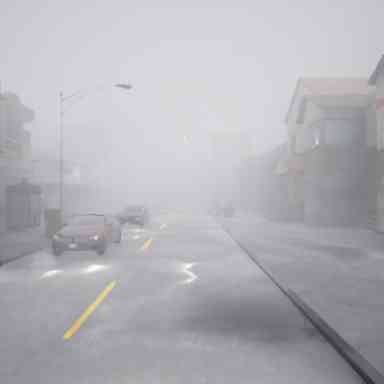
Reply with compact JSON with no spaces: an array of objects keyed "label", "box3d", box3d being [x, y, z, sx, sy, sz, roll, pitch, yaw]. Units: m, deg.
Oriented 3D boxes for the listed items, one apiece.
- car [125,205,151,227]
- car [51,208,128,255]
[{"label":"car","box3d":[-4.135,1.675,24.071,2.033,1.411,5.357,0,0,0]},{"label":"car","box3d":[-4.117,1.602,13.736,1.812,1.442,4.674,0,0,-1]}]
